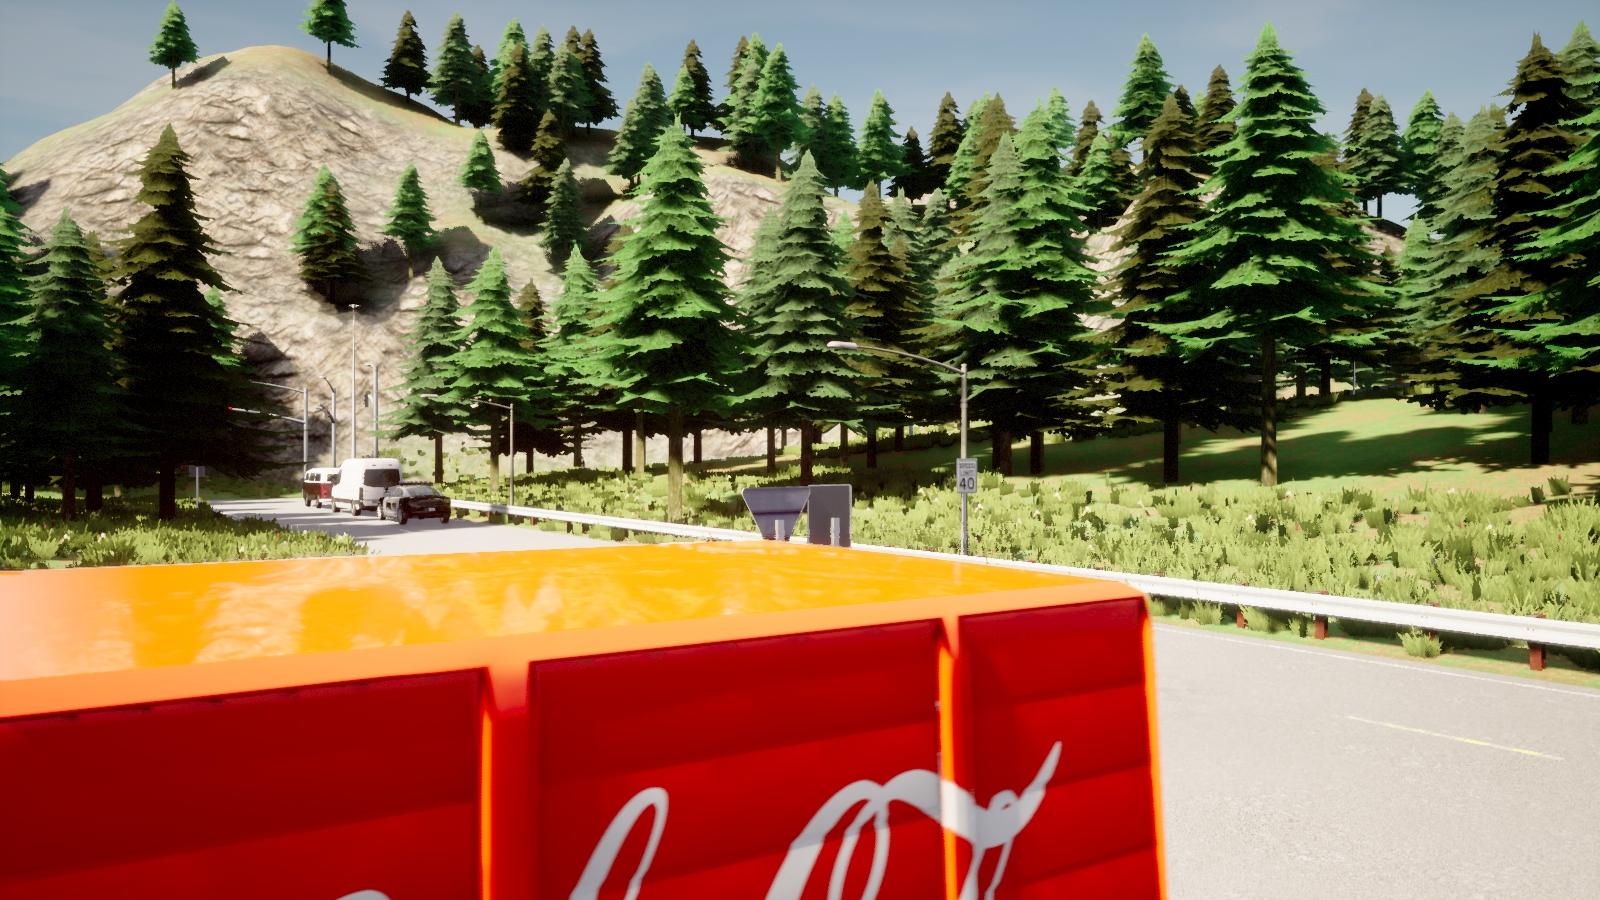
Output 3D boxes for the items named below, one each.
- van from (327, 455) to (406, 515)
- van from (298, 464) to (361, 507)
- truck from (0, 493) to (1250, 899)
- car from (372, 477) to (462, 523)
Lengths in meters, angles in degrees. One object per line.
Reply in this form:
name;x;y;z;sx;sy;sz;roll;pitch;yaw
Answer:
van;-20.079;1.534;52.765;1.988;2.561;5.915;0;0;-35
van;-24.143;1.782;58.581;2.069;2.038;4.480;0;0;-35
truck;-1.678;1.429;2.663;5.204;2.467;2.627;0;0;-35
car;-15.723;1.982;46.760;2.097;1.638;5.238;0;0;-35
